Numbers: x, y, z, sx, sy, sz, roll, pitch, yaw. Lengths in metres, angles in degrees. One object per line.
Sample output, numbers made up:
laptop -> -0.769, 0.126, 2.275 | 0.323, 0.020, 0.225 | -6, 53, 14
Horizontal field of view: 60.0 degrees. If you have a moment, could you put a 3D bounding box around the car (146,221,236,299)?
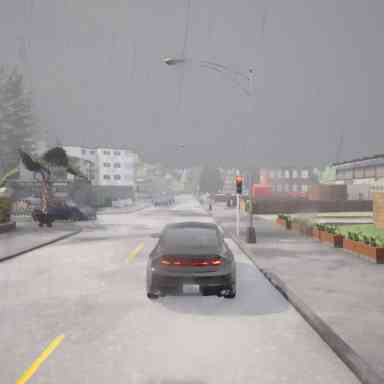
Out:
car -> -0.016, 1.505, 8.456 | 1.837, 1.490, 4.892 | 0, 0, 0

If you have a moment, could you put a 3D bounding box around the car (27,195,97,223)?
car -> -9.603, 1.351, 25.257 | 4.553, 1.767, 2.097 | 0, 0, 10

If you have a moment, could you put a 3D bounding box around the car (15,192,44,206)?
car -> -20.154, 0.985, 42.119 | 1.905, 1.878, 3.866 | 0, 0, 34

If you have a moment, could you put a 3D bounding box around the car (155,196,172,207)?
car -> -4.571, 1.477, 50.620 | 1.882, 1.535, 5.008 | 0, 0, 0

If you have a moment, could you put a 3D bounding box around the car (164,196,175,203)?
car -> -4.664, 1.525, 70.463 | 2.128, 1.511, 4.902 | 0, 0, -1

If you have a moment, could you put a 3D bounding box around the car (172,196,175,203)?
car -> -4.636, 1.477, 60.033 | 1.882, 1.535, 5.008 | 0, 0, 0
